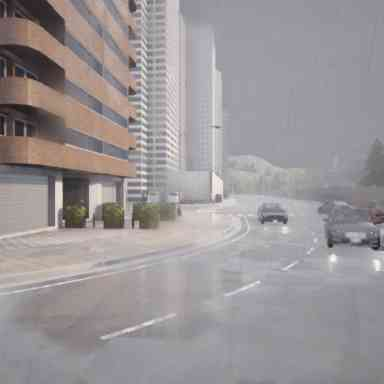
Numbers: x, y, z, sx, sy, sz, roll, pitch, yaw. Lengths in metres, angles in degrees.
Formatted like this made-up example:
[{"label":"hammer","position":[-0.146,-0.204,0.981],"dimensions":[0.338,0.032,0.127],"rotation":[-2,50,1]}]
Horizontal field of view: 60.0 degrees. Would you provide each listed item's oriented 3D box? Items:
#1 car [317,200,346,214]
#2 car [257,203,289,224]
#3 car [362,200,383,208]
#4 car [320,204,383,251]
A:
[{"label":"car","position":[13.751,1.539,32.143],"dimensions":[1.812,1.442,4.674],"rotation":[0,0,1]},{"label":"car","position":[5.888,1.546,24.786],"dimensions":[2.033,1.411,5.357],"rotation":[0,0,7]},{"label":"car","position":[12.679,1.351,23.109],"dimensions":[2.097,1.767,4.553],"rotation":[0,0,9]},{"label":"car","position":[6.815,1.490,14.407],"dimensions":[2.128,1.511,4.902],"rotation":[0,0,21]}]
